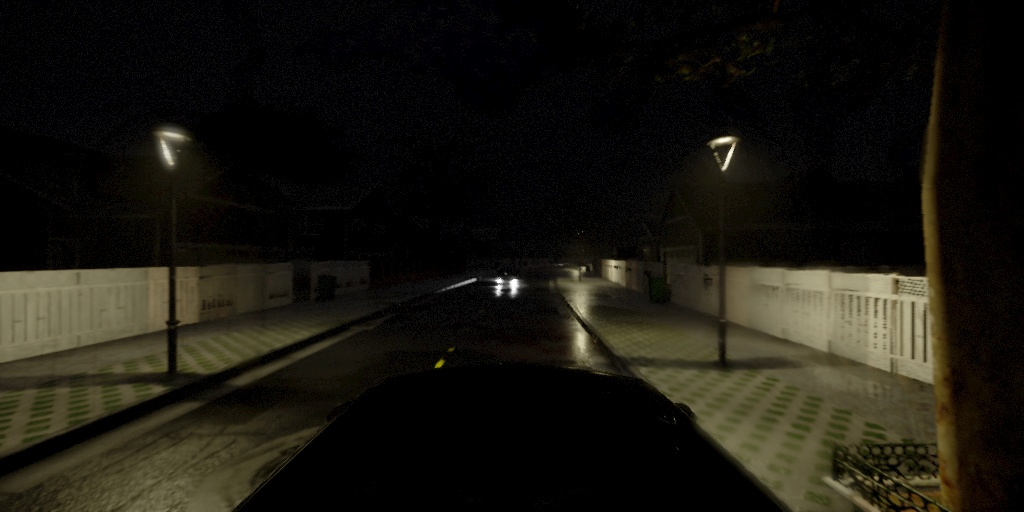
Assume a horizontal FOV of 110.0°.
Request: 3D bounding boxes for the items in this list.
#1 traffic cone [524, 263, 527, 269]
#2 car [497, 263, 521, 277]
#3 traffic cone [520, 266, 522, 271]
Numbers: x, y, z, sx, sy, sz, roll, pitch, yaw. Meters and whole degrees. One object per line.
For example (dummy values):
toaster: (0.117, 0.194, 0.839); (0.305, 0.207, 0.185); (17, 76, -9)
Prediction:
traffic cone: (2.287, 1.795, 55.737); (0.340, 0.580, 0.340); (0, 0, 13)
car: (-0.282, 1.387, 36.121); (1.895, 1.301, 4.718); (0, 0, 8)
traffic cone: (1.214, 1.781, 50.800); (0.340, 0.580, 0.340); (0, 0, 12)
